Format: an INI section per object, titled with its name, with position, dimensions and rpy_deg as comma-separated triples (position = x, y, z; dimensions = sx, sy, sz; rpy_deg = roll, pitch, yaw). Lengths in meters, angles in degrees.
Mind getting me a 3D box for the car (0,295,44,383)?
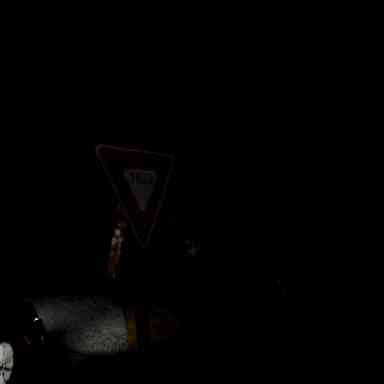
[car]
position = -3.565, 1.607, 2.681
dimensions = 1.837, 1.490, 4.892
rpy_deg = -2, 0, 25
